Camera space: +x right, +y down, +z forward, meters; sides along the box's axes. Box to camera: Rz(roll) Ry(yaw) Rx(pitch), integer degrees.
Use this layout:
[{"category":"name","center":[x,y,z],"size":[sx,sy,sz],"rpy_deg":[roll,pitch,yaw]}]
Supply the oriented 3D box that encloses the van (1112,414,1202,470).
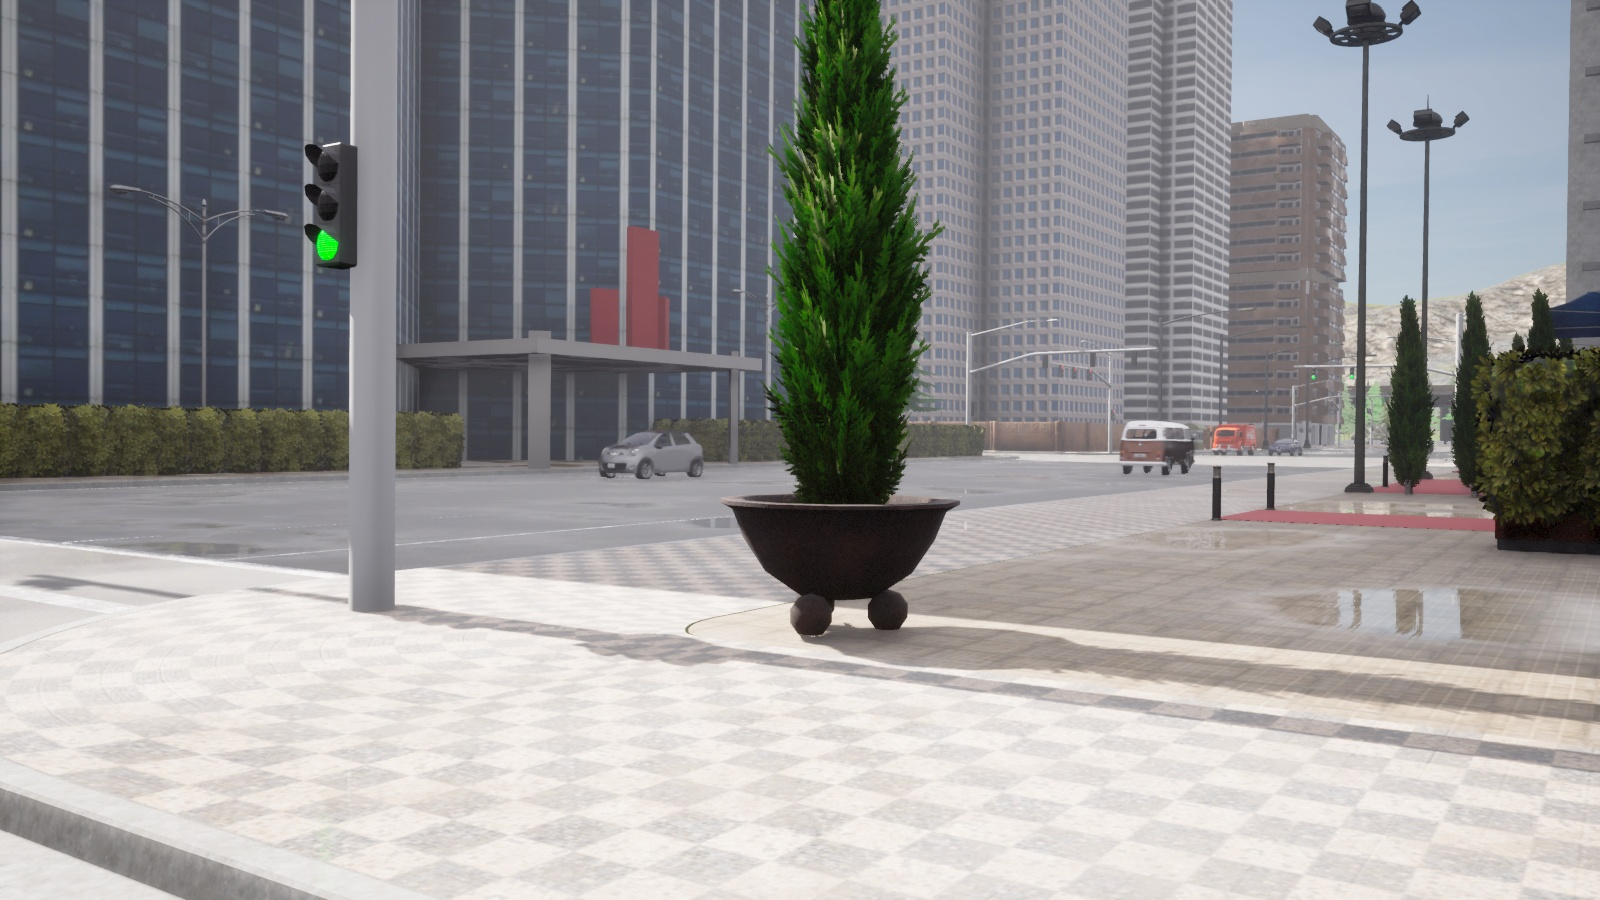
[{"category":"van","center":[13.802,-0.331,48.375],"size":[2.069,2.038,4.480],"rpy_deg":[0,1,33]}]

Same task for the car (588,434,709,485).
[{"category":"car","center":[-4.685,0.253,39.195],"size":[1.845,1.501,3.633],"rpy_deg":[0,1,33]}]
